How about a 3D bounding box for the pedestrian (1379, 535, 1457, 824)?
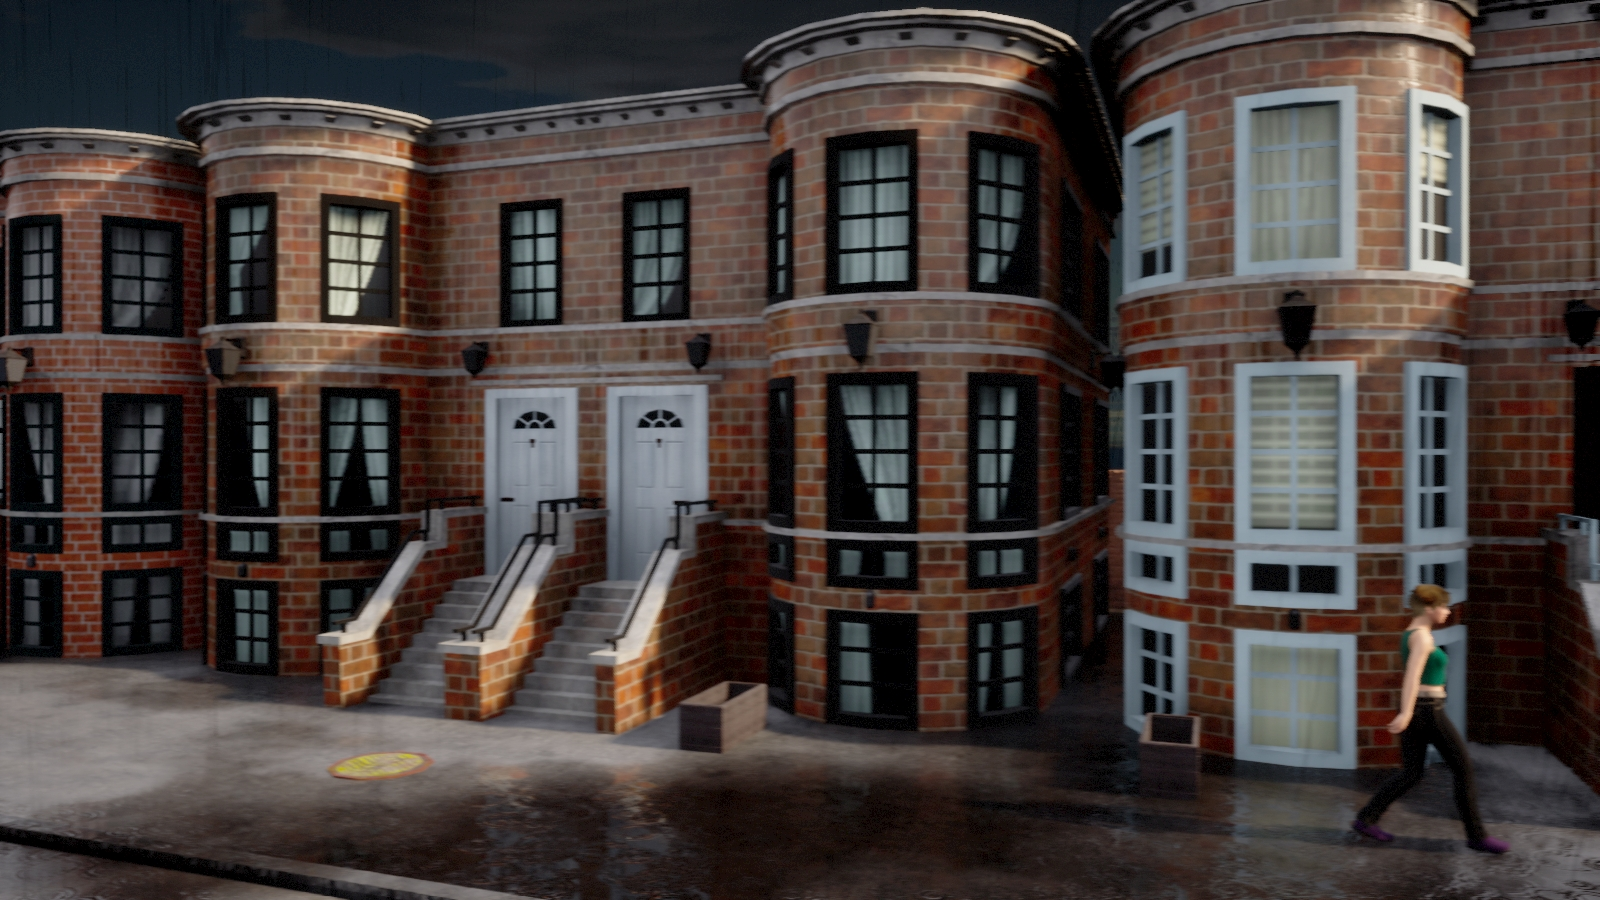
[{"bbox_3d":[4.176,1.524,7.733,0.375,1.860,0.375,0,0,13],"label":"pedestrian"}]
